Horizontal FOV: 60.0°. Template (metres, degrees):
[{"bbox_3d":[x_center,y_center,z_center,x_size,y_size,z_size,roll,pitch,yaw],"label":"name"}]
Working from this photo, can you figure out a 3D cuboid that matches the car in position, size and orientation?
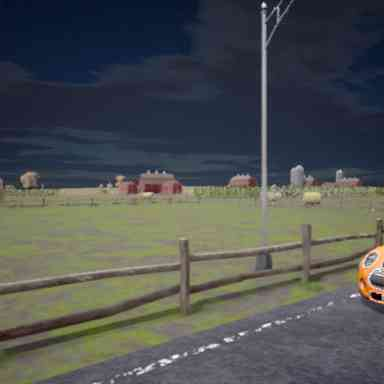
[{"bbox_3d":[5.506,1.332,7.003,4.553,1.767,2.097,0,0,-36],"label":"car"}]
